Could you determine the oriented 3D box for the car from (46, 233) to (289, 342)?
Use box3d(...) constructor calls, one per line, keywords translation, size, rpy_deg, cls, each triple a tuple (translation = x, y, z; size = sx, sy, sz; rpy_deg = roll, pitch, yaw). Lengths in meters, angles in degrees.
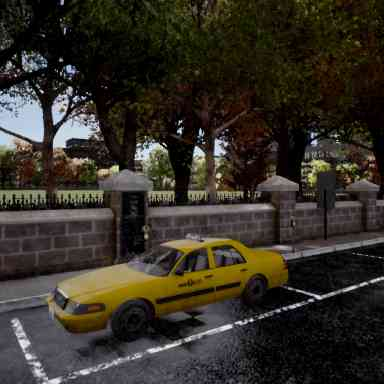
box3d(translation=(-0.171, 1.525, 6.448), size=(4.829, 1.417, 1.752), rpy_deg=(0, 0, -36), cls="car")
